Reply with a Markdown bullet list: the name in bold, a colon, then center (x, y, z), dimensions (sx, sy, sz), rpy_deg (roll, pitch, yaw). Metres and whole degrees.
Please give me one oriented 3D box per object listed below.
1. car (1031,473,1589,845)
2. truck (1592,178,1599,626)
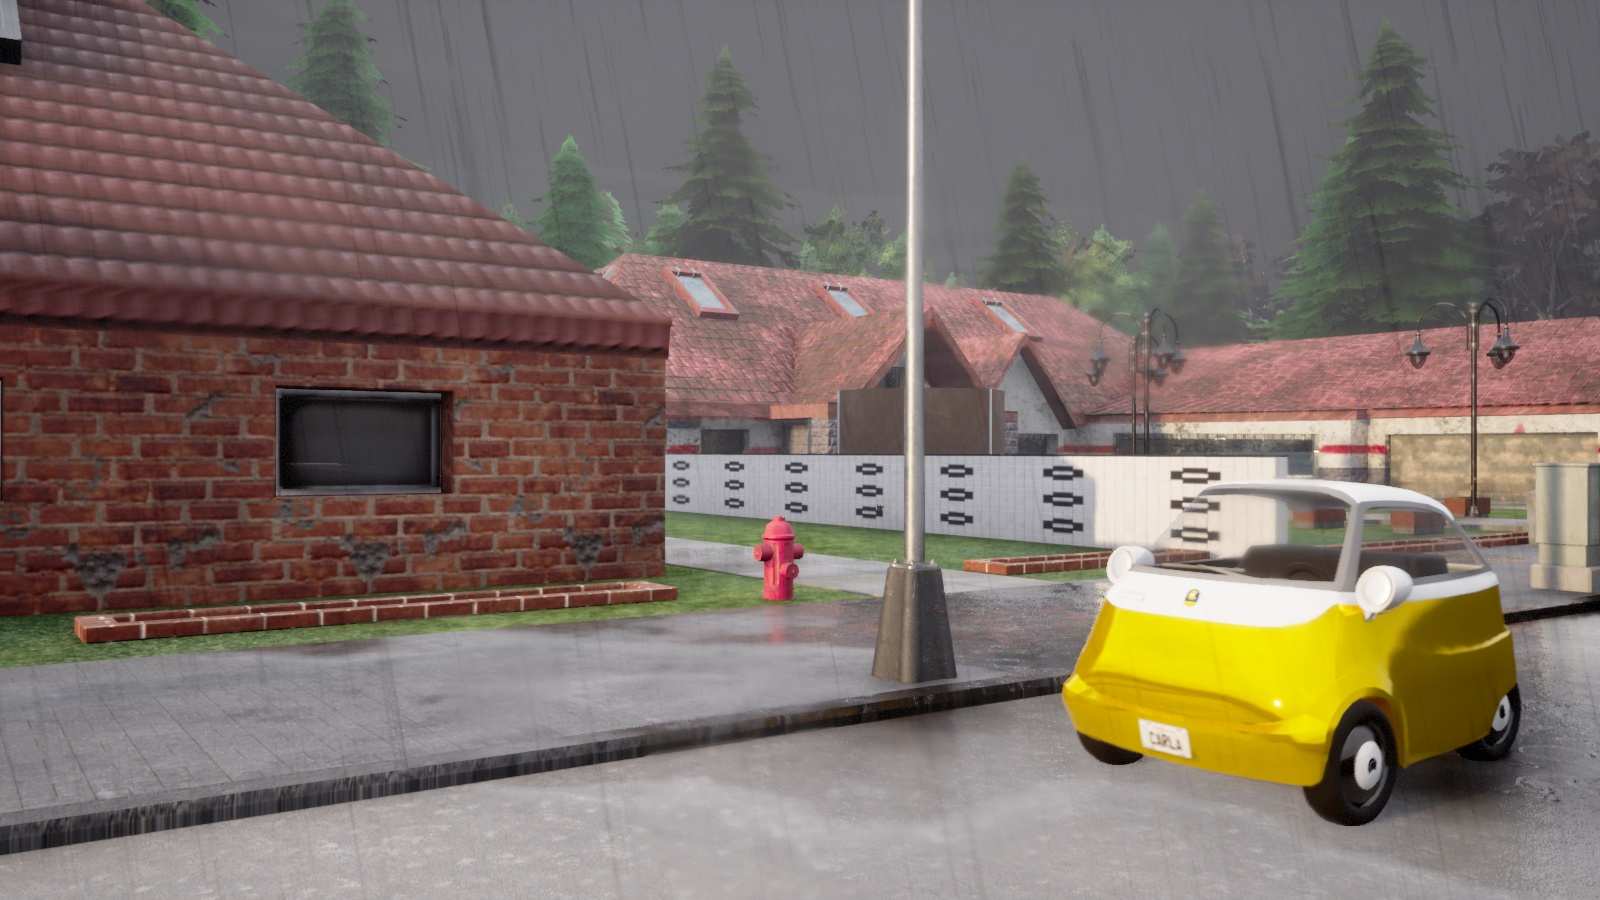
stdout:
- **car**: center (2.424, 0.808, 5.955), dimensions (2.207, 1.376, 1.481), rpy_deg (1, -1, -35)
- **truck**: center (11.095, -0.414, 11.998), dimensions (8.468, 3.827, 2.891), rpy_deg (0, 0, -35)
